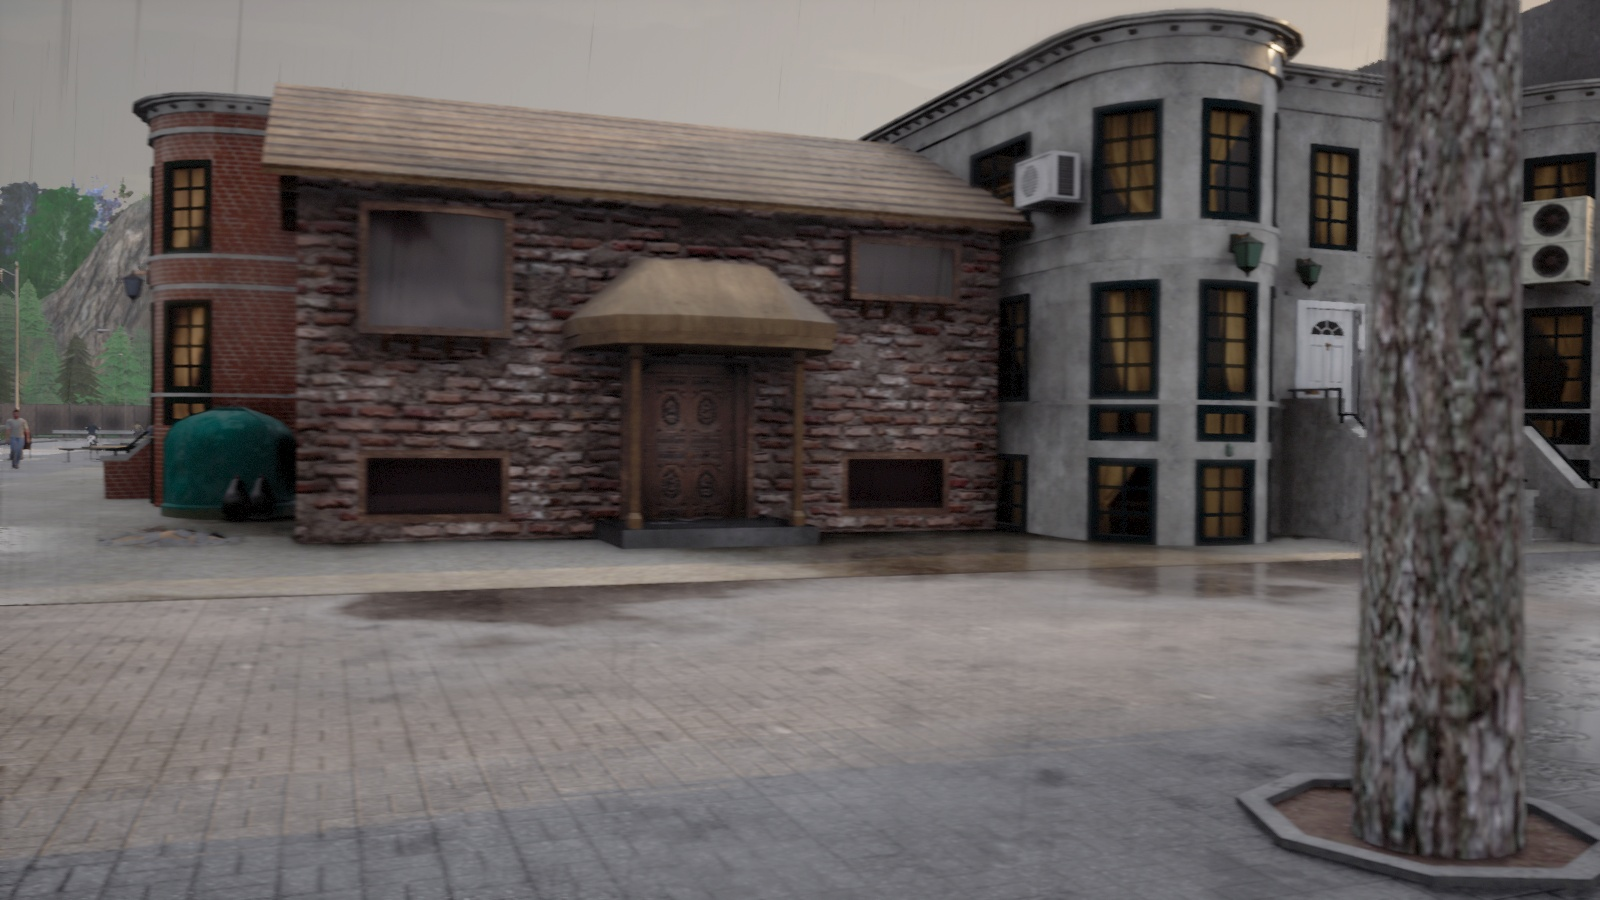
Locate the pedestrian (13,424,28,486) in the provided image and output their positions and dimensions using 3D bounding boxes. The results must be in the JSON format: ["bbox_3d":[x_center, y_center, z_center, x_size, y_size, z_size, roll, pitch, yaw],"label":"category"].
[{"bbox_3d":[-23.635,0.144,38.066,0.354,1.836,0.706,-1,1,-32],"label":"pedestrian"}]
